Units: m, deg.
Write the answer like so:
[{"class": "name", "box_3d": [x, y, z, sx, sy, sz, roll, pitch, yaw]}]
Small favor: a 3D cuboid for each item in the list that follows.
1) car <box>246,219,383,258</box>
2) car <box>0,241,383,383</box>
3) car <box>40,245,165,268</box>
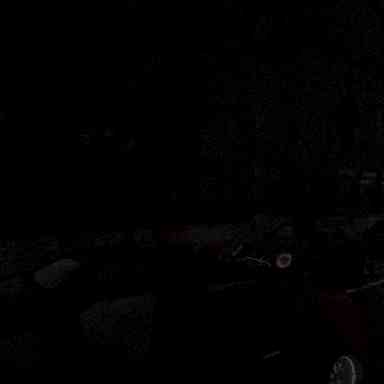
[{"class": "car", "box_3d": [2.922, 1.490, 8.719, 4.097, 1.590, 1.967, 0, 0, -35]}, {"class": "car", "box_3d": [-0.063, 1.538, 3.332, 4.674, 1.442, 1.812, 0, 0, -35]}, {"class": "car", "box_3d": [-1.644, 1.593, 5.470, 4.206, 1.307, 1.802, 0, 0, -35]}]
